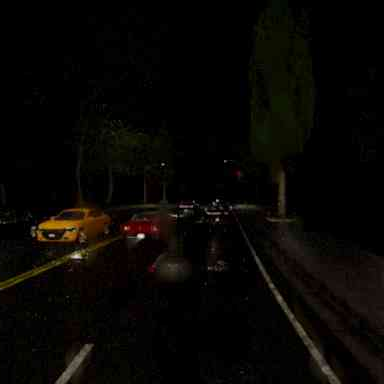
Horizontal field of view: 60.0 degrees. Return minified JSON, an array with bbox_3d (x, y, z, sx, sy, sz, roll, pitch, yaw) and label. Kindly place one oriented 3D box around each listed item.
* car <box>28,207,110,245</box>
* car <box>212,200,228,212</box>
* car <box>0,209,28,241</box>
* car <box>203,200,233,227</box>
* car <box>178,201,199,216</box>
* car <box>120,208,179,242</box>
[{"bbox_3d":[-5.593,1.545,16.311,1.882,1.535,5.008,0,0,5],"label":"car"},{"bbox_3d":[3.623,1.759,42.529,1.994,1.385,4.181,0,0,5],"label":"car"},{"bbox_3d":[-8.939,1.574,15.382,1.837,1.490,4.892,0,0,5],"label":"car"},{"bbox_3d":[1.843,1.584,23.711,2.128,1.511,4.902,0,0,5],"label":"car"},{"bbox_3d":[-0.376,1.649,34.752,2.128,1.511,4.902,0,0,5],"label":"car"},{"bbox_3d":[-2.054,1.665,16.908,1.895,1.301,4.718,0,0,5],"label":"car"}]
